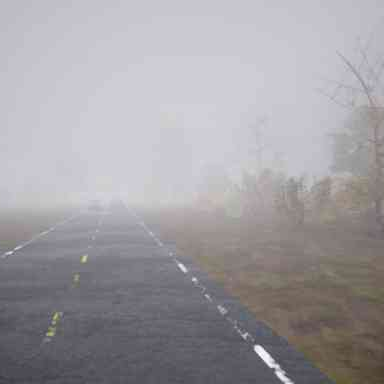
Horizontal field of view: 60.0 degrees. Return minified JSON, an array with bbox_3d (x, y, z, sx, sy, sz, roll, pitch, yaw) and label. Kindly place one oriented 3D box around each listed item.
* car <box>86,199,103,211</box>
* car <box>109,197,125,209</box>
[{"bbox_3d":[-13.338,1.789,45.717,1.837,1.490,4.892,-1,0,-13],"label":"car"},{"bbox_3d":[-10.866,1.797,49.047,1.994,1.385,4.181,-1,0,-13],"label":"car"}]
